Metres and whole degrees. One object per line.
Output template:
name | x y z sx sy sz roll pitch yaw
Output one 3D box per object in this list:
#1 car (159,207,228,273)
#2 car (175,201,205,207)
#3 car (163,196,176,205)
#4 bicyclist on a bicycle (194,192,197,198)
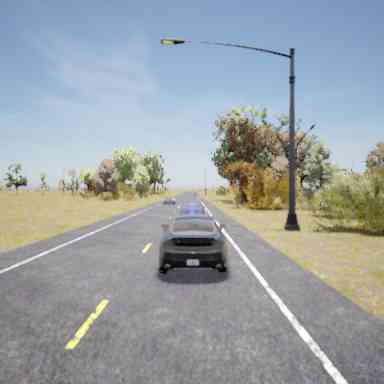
car | 0.046 1.450 10.502 1.837 1.490 4.892 0 0 0
car | 0.044 1.411 25.417 2.033 1.411 5.357 0 0 1
car | -3.579 1.310 52.798 1.895 1.301 4.718 0 0 0
bicyclist on a bicycle | 0.953 0.930 91.362 0.582 1.620 1.656 0 0 0
